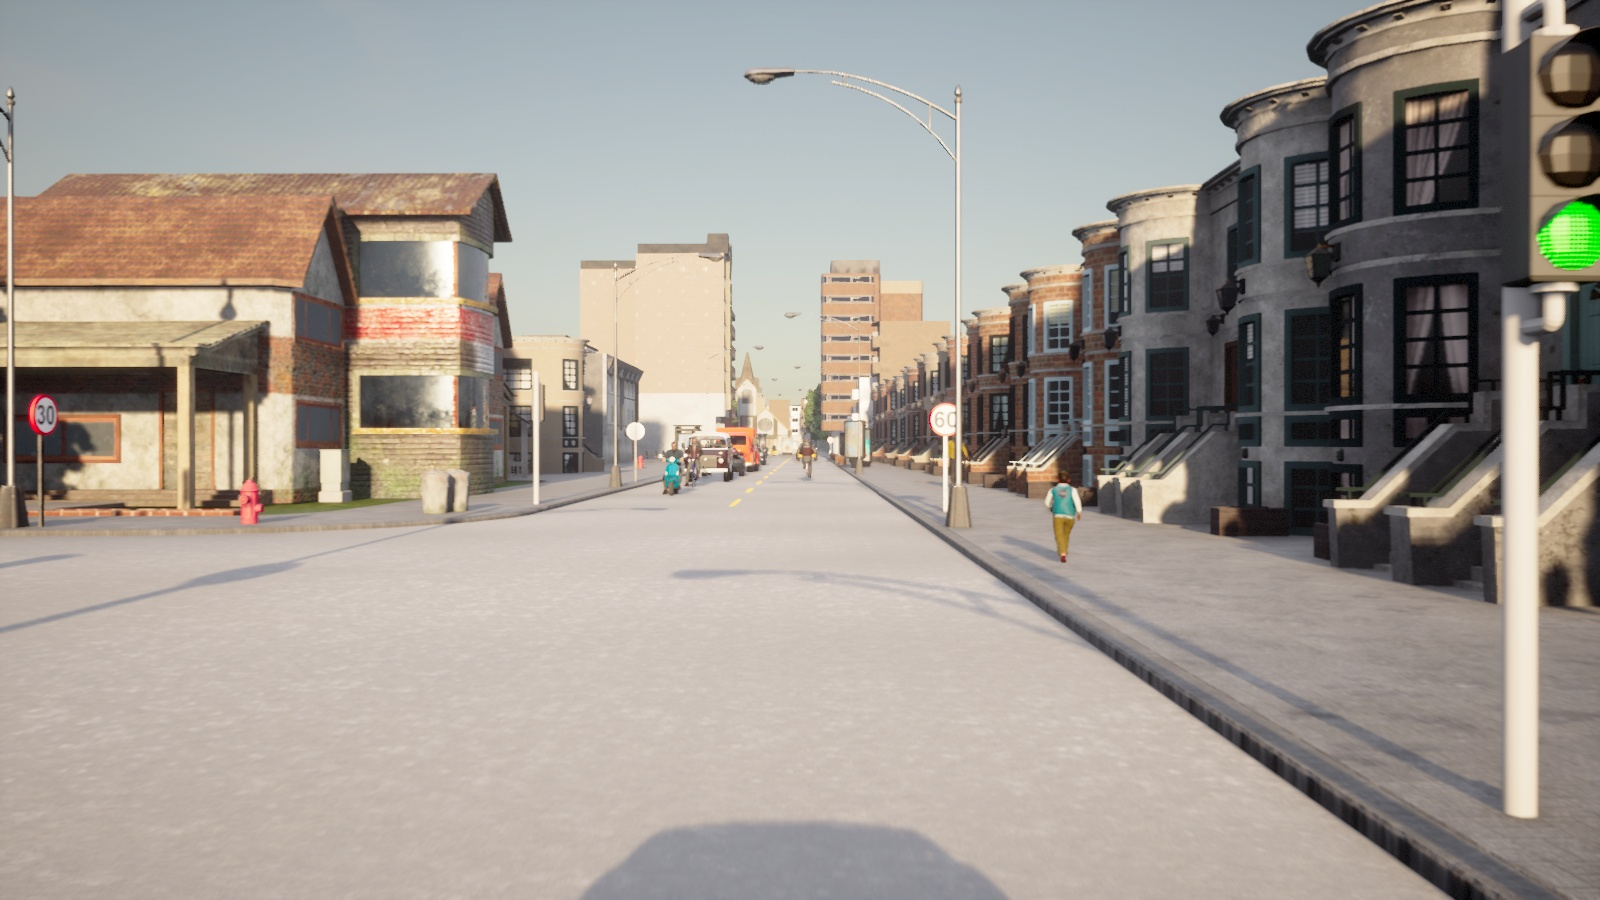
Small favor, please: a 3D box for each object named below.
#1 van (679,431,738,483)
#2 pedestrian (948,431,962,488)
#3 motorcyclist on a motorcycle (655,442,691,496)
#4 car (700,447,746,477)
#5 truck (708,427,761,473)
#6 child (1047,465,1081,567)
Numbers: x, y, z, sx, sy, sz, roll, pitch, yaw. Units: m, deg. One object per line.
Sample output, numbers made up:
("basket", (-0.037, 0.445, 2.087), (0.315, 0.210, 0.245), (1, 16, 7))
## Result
("van", (-3.706, 0.260, 51.623), (2.069, 2.038, 4.480), (0, 0, 0))
("pedestrian", (4.987, 0.298, 40.461), (0.431, 1.840, 0.709), (0, 0, 6))
("motorcyclist on a motorcycle", (-3.784, 0.547, 37.578), (0.866, 1.590, 1.817), (0, 0, 0))
("car", (-3.661, 0.565, 60.610), (1.994, 1.385, 4.181), (0, 0, 0))
("truck", (-3.598, -0.024, 69.976), (2.627, 2.467, 5.204), (0, 0, 0))
("child", (3.147, 0.779, 14.991), (0.343, 1.192, 0.448), (0, 0, 6))
